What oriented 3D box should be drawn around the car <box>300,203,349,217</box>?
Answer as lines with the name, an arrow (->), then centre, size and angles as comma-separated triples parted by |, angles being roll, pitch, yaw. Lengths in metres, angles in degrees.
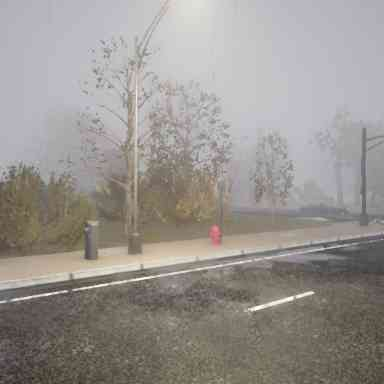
car -> 13.213, 1.767, 33.277 | 1.895, 1.301, 4.718 | 1, -1, -26
